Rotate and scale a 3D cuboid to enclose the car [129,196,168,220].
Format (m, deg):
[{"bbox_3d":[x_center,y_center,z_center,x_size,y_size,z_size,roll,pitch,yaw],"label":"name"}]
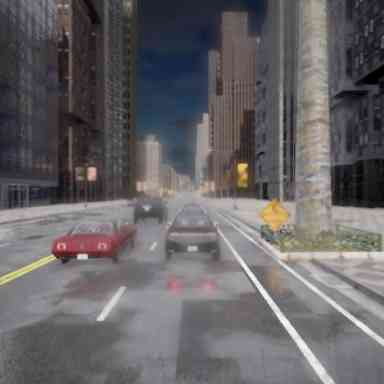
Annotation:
[{"bbox_3d":[-3.219,1.334,26.568,2.150,2.045,5.566,0,0,0],"label":"car"}]

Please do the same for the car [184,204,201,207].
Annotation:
[{"bbox_3d":[0.023,1.653,25.543,2.033,1.411,5.357,0,0,0],"label":"car"}]

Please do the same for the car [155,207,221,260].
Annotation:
[{"bbox_3d":[0.042,1.539,12.620,2.128,1.511,4.902,0,0,1],"label":"car"}]

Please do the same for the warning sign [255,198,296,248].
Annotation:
[{"bbox_3d":[3.230,1.164,12.986,1.300,1.860,1.060,0,0,0],"label":"warning sign"}]

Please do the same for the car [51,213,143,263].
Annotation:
[{"bbox_3d":[-3.213,1.646,12.066,1.895,1.301,4.718,0,0,0],"label":"car"}]

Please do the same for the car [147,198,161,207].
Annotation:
[{"bbox_3d":[-6.562,1.845,58.053,1.994,1.385,4.181,0,0,1],"label":"car"}]
